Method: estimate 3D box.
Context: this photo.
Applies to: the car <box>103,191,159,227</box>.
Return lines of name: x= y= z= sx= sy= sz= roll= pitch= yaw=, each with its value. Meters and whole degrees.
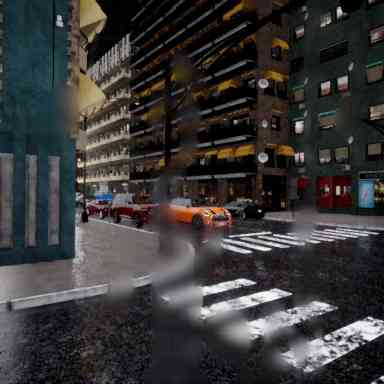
car: x=-3.235 y=1.034 z=20.302 sx=2.192 sy=1.841 sz=5.009 roll=2 pitch=0 yaw=-36

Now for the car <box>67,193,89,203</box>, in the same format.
car: x=-16.842 y=0.880 z=48.945 sx=1.994 sy=1.385 sz=4.181 roll=1 pitch=1 yaw=-36

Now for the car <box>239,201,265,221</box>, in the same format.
car: x=3.569 y=1.354 z=25.183 sx=1.947 sy=1.339 sz=4.313 roll=2 pitch=0 yaw=-36

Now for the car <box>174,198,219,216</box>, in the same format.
car: x=0.303 y=1.289 z=29.696 sx=1.802 sy=1.307 sz=4.206 roll=2 pitch=0 yaw=-36

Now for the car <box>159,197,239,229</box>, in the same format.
car: x=0.277 y=1.127 z=19.885 sx=2.097 sy=1.767 sz=4.553 roll=1 pitch=0 yaw=-37

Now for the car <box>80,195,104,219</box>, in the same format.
car: x=-6.507 y=1.183 z=24.814 sx=1.887 sy=1.381 sz=4.507 roll=2 pitch=0 yaw=-36

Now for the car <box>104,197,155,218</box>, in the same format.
car: x=-5.321 y=1.185 z=27.576 sx=2.033 sy=1.411 sz=5.357 roll=1 pitch=0 yaw=-36

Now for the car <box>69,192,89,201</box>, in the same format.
car: x=-19.293 y=0.770 z=56.770 sx=1.887 sy=1.381 sz=4.507 roll=2 pitch=0 yaw=-36

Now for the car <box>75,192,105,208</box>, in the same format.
car: x=-11.202 y=1.018 z=35.712 sx=1.812 sy=1.442 sz=4.674 roll=1 pitch=1 yaw=-36
